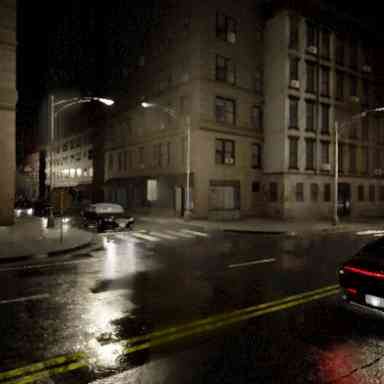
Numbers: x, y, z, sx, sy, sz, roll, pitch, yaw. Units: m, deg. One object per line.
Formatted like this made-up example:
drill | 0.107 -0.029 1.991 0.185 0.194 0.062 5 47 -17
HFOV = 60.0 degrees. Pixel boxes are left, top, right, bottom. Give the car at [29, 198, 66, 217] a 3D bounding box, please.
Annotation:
car | -12.750 1.281 29.709 1.882 1.535 5.008 1 0 -37

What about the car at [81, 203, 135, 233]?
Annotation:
car | -4.957 1.423 19.254 2.128 1.511 4.902 1 0 -34

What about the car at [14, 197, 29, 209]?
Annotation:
car | -20.167 1.245 39.474 1.994 1.385 4.181 1 0 -36

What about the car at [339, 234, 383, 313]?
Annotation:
car | 5.023 1.573 6.874 4.892 1.490 1.837 1 0 -35
